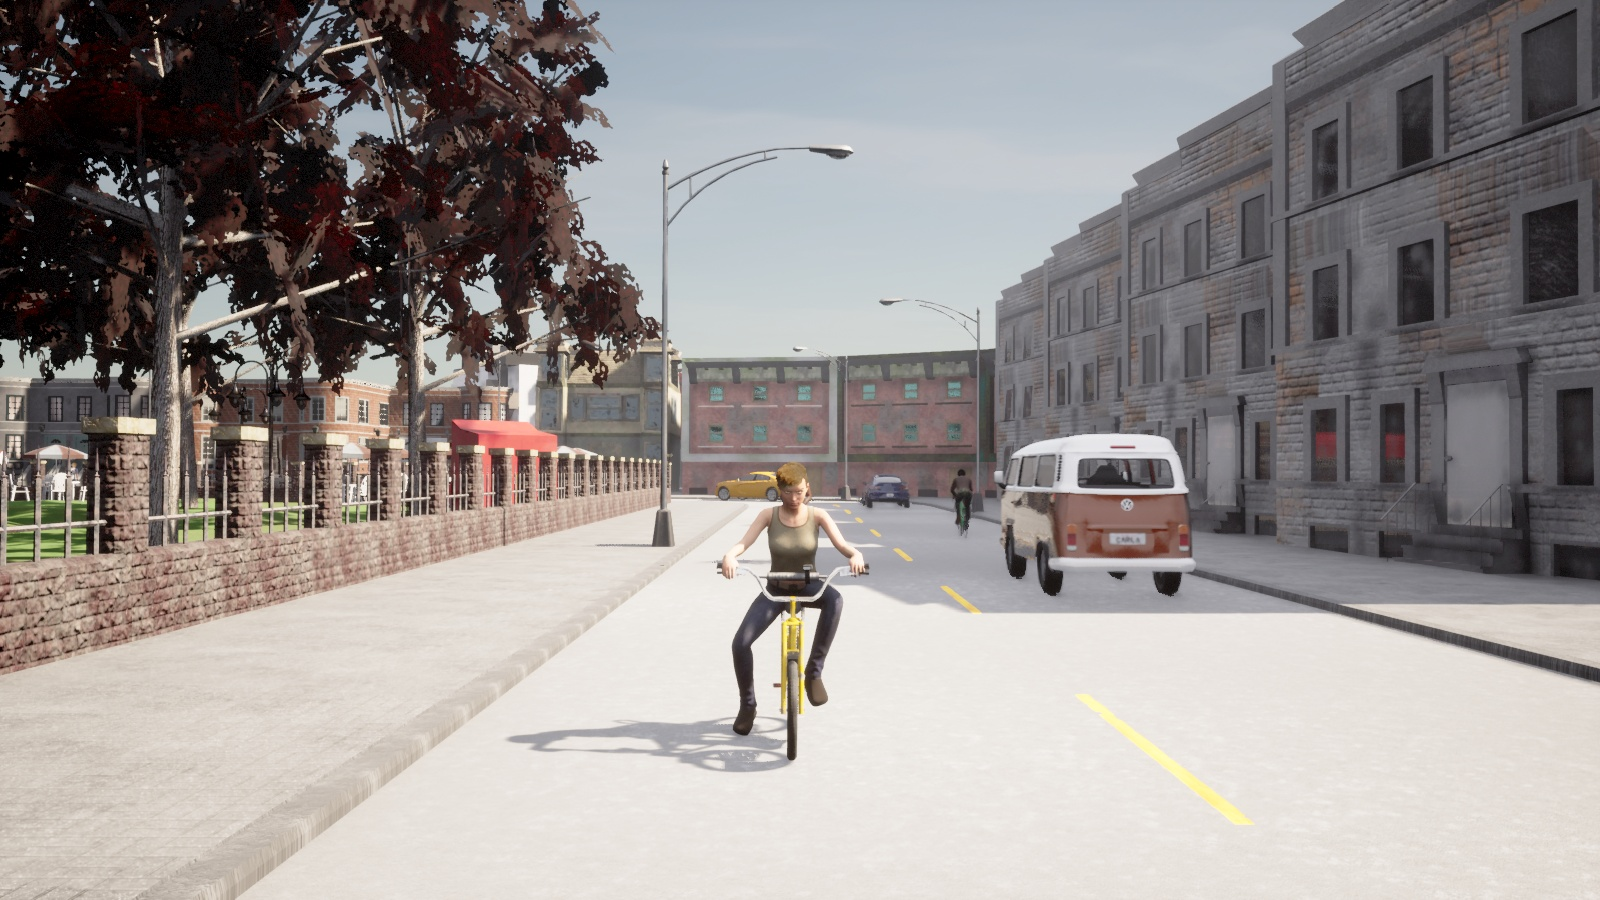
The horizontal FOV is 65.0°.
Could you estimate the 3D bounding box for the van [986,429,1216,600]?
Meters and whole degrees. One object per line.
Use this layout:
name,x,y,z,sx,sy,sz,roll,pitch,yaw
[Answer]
van,3.942,0.812,17.304,2.069,2.038,4.480,0,-1,0

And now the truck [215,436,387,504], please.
truck,-26.305,1.051,66.468,7.936,3.462,2.891,0,-1,0

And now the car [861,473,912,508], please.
car,3.766,1.754,55.407,1.812,1.442,4.674,0,-1,-1

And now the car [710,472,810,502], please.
car,-2.115,1.895,65.215,5.008,1.535,1.882,-1,-1,33

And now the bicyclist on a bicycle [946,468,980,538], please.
bicyclist on a bicycle,3.891,1.256,30.089,0.582,1.620,1.656,0,-1,0

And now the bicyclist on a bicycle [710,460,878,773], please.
bicyclist on a bicycle,-0.034,0.873,7.262,0.866,1.612,1.509,0,-1,0
